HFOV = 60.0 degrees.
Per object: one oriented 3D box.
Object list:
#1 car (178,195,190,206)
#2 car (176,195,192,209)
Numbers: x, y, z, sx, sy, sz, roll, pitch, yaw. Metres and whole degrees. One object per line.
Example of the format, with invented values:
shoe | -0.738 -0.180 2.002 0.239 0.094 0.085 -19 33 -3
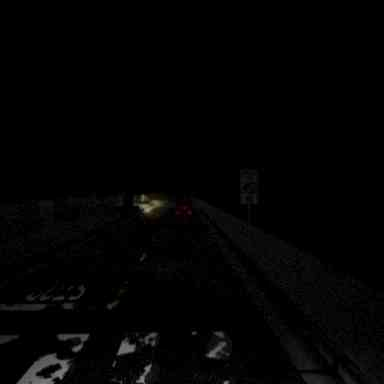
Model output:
car | -1.298 1.293 52.500 1.837 1.490 4.892 0 0 -1
car | -1.034 1.278 42.083 1.882 1.535 5.008 0 0 -1
